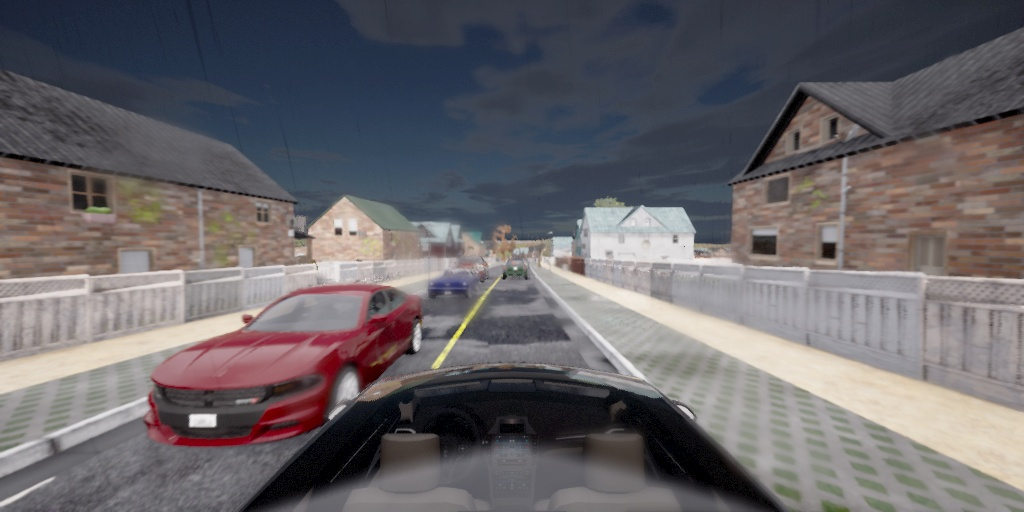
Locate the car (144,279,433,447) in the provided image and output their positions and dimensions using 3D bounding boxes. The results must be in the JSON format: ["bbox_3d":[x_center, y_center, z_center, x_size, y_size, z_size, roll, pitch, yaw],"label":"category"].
[{"bbox_3d":[-2.827,1.207,5.770,1.882,1.535,5.008,0,1,0],"label":"car"}]

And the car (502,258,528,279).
[{"bbox_3d":[0.315,1.014,30.845,2.097,1.767,4.553,0,0,2],"label":"car"}]

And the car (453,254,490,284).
[{"bbox_3d":[-2.596,0.682,22.729,2.097,1.767,4.553,0,0,1],"label":"car"}]

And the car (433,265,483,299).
[{"bbox_3d":[-2.744,1.286,17.692,1.895,1.301,4.718,0,0,1],"label":"car"}]
